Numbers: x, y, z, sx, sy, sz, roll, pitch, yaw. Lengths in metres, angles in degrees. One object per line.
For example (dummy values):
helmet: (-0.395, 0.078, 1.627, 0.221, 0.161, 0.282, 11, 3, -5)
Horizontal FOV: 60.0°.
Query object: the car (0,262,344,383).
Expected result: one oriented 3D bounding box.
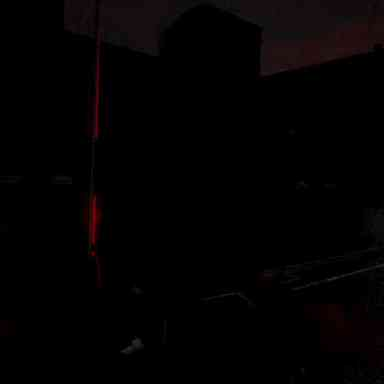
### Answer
car: (-0.494, 1.588, 3.606, 4.718, 1.301, 1.895, -1, 0, -35)
